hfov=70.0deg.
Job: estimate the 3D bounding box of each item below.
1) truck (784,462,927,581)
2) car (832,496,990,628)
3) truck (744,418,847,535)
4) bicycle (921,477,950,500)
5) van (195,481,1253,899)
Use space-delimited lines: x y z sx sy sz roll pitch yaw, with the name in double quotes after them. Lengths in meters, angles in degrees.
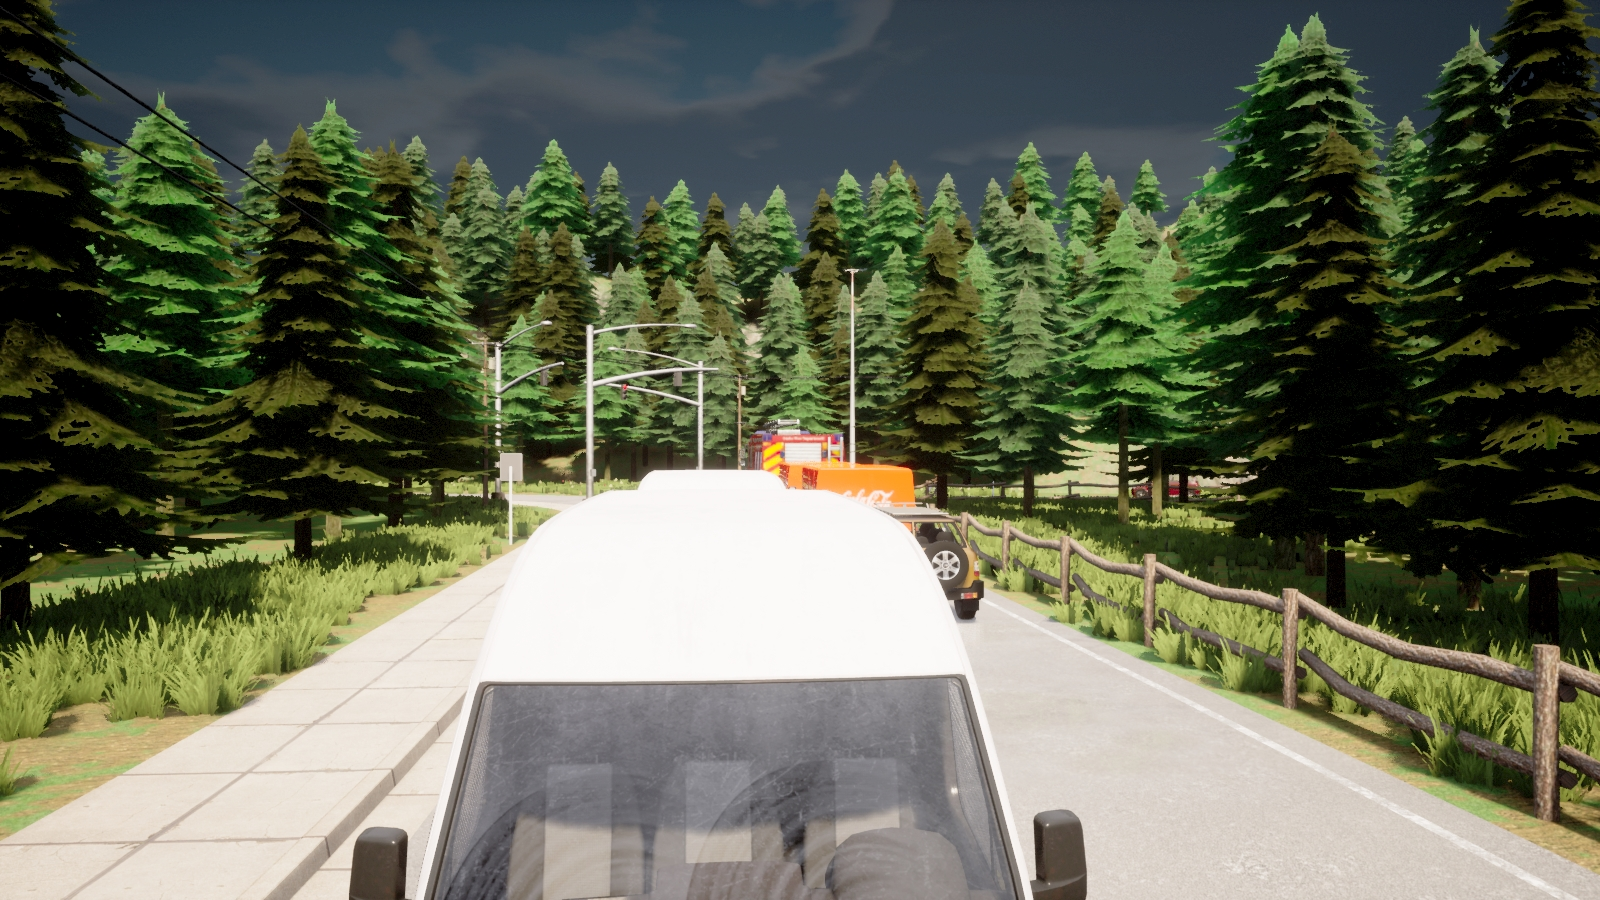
1.154 1.541 26.871 2.627 2.467 5.204 0 0 -5 "truck"
1.804 1.837 20.140 1.932 1.855 4.605 0 0 -5 "car"
-0.334 0.864 41.737 2.891 3.827 8.468 0 0 -6 "truck"
7.692 2.158 64.876 1.487 1.276 0.859 0 0 -7 "bicycle"
-0.340 1.499 5.101 1.988 2.561 5.915 0 0 -5 "van"
